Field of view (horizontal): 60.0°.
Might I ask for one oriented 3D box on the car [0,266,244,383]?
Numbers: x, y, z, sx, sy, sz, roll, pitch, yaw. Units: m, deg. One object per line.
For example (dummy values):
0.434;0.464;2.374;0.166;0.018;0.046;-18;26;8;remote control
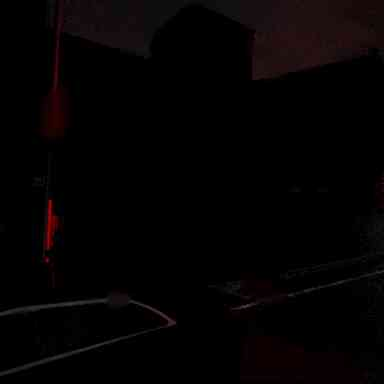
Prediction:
-1.765;1.496;2.715;4.902;1.511;2.128;1;-1;-35;car
